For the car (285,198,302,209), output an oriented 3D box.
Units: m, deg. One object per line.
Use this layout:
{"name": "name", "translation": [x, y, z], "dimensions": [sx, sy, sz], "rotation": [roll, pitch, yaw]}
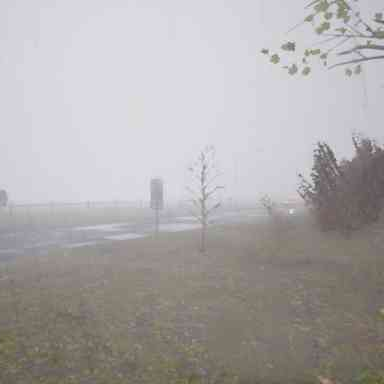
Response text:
{"name": "car", "translation": [14.809, 1.596, 49.352], "dimensions": [1.882, 1.535, 5.008], "rotation": [0, 0, 35]}
